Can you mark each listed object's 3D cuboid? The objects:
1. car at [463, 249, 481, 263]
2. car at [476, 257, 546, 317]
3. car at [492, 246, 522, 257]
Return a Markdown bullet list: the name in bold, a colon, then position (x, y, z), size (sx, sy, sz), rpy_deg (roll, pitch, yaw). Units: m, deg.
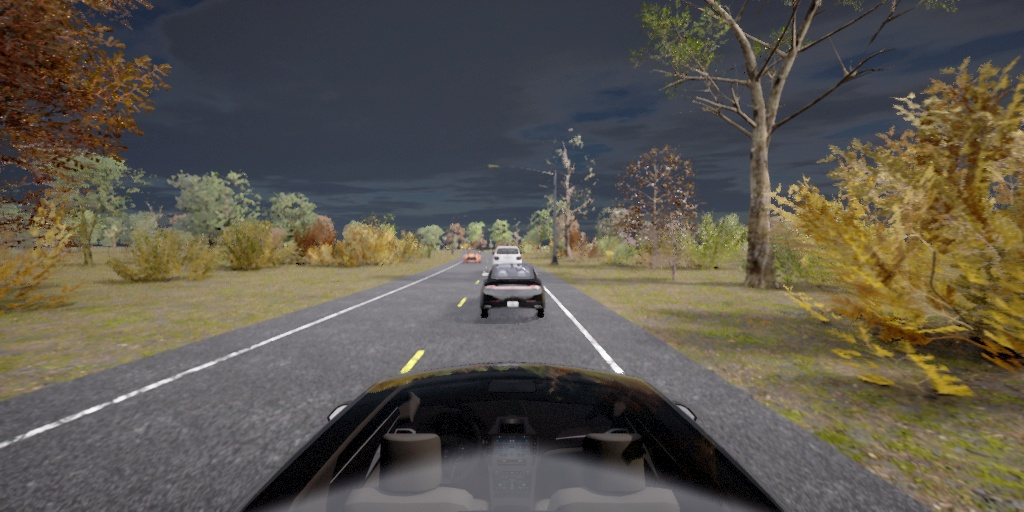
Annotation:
- **car**: position (-4.920, -0.033, 44.577), size (2.097, 1.767, 4.553), rpy_deg (0, 2, -4)
- **car**: position (0.003, 0.971, 11.753), size (2.128, 1.511, 4.902), rpy_deg (0, 2, 0)
- **car**: position (-0.400, 0.260, 28.270), size (2.150, 2.045, 5.566), rpy_deg (0, 1, -2)
